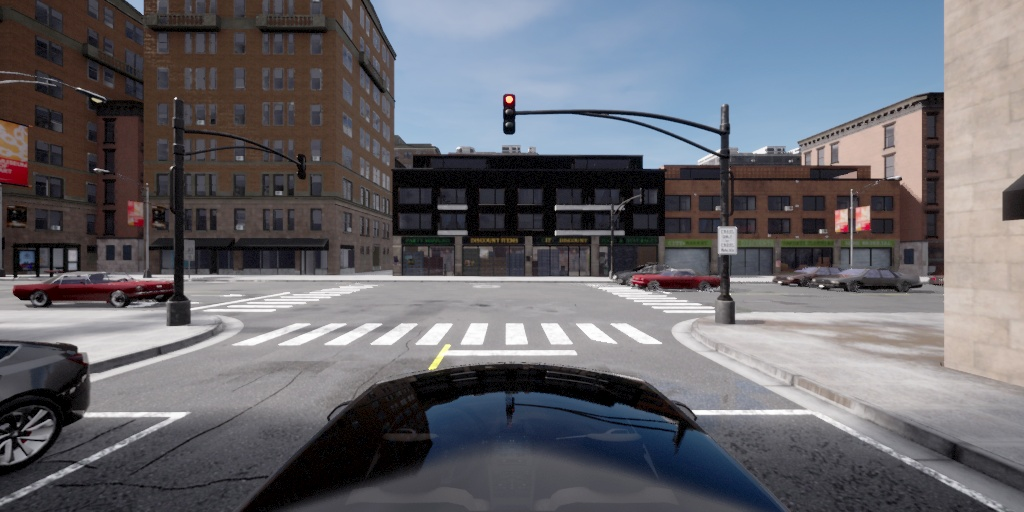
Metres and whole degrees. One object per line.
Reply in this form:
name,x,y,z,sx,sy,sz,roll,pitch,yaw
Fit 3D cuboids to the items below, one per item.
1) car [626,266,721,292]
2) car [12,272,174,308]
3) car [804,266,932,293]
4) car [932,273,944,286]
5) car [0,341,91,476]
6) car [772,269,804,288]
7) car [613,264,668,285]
car,9.600,1.413,21.272,4.718,1.301,1.895,0,0,-1
car,-16.210,1.284,14.215,4.718,1.301,1.895,0,0,-1
car,21.124,1.420,21.432,5.357,1.411,2.033,0,0,-1
car,31.703,1.494,24.815,4.181,1.385,1.994,0,0,-1
car,-5.388,1.316,2.065,1.948,1.339,4.313,0,0,-1
car,21.082,1.421,24.679,5.357,1.411,2.033,0,0,-1
car,9.419,1.317,24.520,4.892,1.490,1.837,0,0,-1
